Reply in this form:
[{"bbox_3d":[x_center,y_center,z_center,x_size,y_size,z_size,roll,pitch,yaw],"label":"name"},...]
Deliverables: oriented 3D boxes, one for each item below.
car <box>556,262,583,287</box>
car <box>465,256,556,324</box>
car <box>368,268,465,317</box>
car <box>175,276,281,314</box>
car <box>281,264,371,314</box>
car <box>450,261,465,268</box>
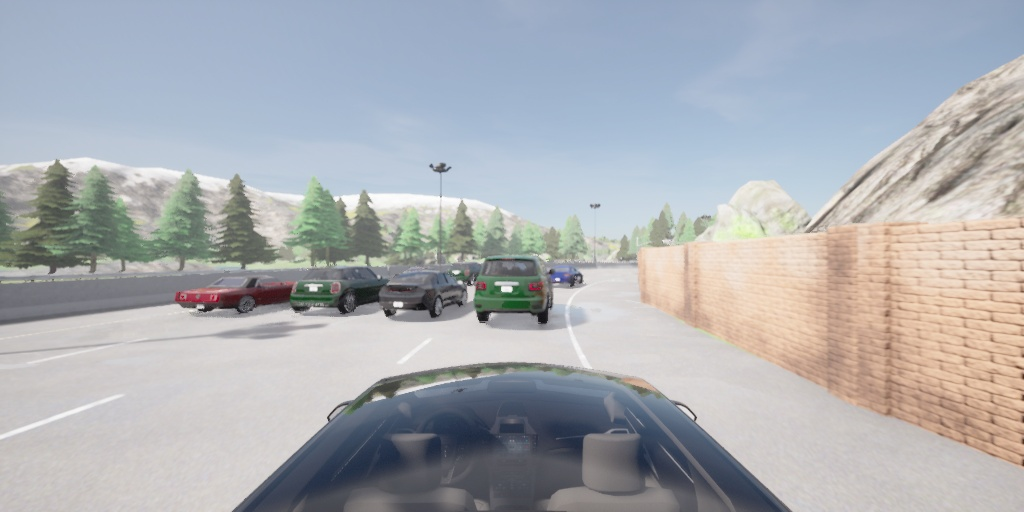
[{"bbox_3d":[3.883,1.404,25.874,1.812,1.442,4.674,0,0,22],"label":"car"},{"bbox_3d":[0.262,1.027,12.453,2.150,2.045,5.566,0,-1,9],"label":"car"},{"bbox_3d":[-3.095,1.314,13.450,1.837,1.490,4.892,0,-2,10],"label":"car"},{"bbox_3d":[-10.058,1.418,14.190,1.895,1.301,4.718,0,0,9],"label":"car"},{"bbox_3d":[-6.453,1.170,14.406,2.097,1.767,4.553,0,0,10],"label":"car"},{"bbox_3d":[-3.116,1.238,27.150,2.097,1.767,4.553,0,0,21],"label":"car"}]
